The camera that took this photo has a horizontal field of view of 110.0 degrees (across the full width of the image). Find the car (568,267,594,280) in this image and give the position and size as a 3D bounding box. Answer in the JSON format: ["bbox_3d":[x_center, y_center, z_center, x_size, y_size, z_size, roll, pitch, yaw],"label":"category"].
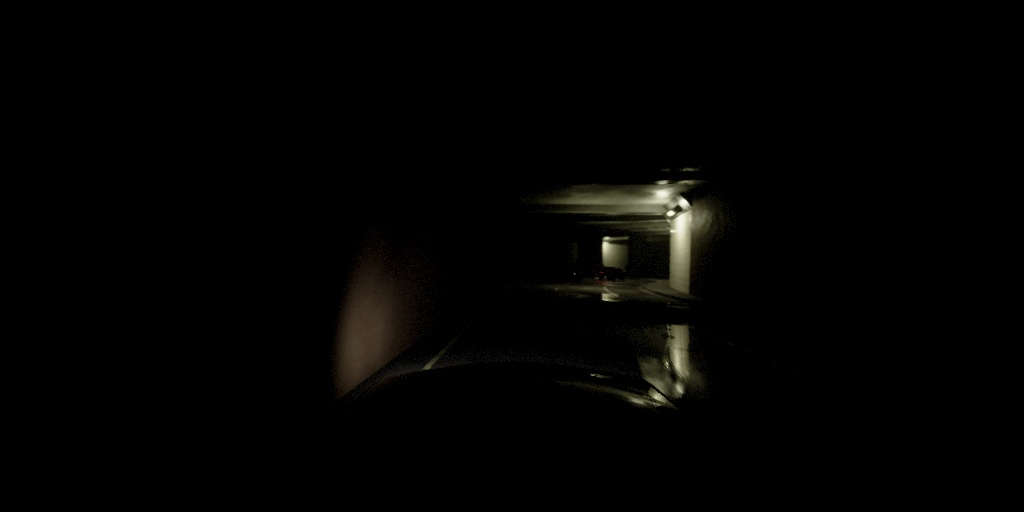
[{"bbox_3d":[8.046,1.940,40.917,1.994,1.385,4.181,1,-1,36],"label":"car"}]

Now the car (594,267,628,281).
[{"bbox_3d":[11.163,1.957,39.299,1.837,1.490,4.892,1,-1,36],"label":"car"}]
